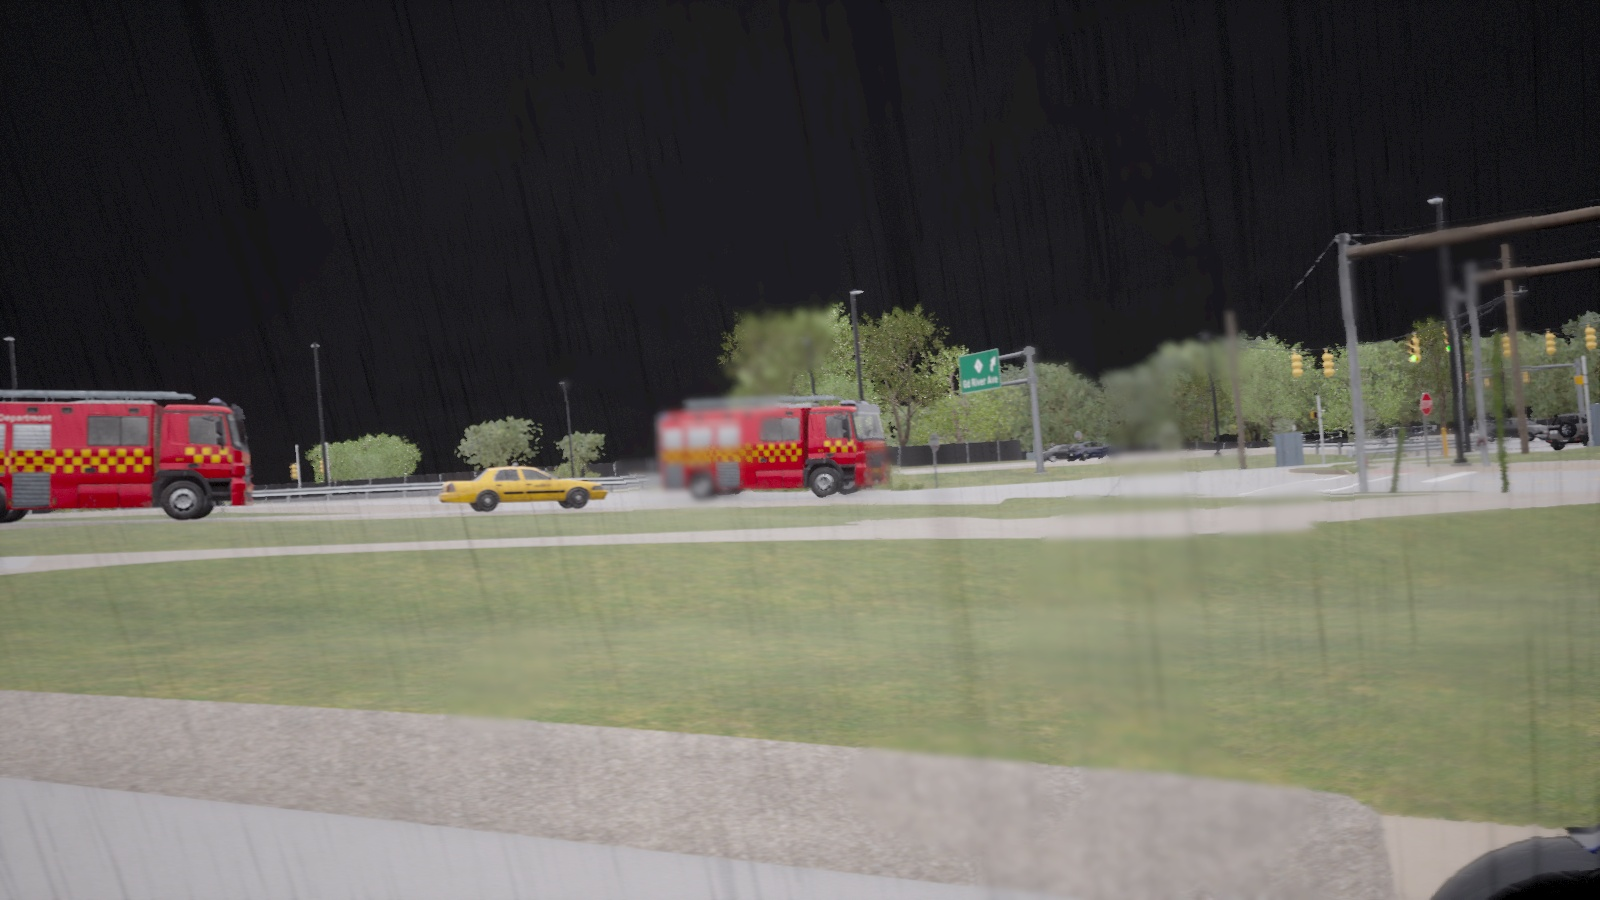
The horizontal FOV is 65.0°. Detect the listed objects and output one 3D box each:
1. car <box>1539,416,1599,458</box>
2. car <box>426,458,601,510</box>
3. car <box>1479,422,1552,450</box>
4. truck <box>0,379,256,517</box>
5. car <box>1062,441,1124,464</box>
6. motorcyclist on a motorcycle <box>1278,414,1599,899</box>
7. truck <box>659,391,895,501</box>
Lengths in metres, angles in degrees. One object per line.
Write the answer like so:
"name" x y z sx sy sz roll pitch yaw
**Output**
"car" 37.877 -0.681 60.114 4.605 1.855 1.932 -3 -1 -24
"car" -9.393 1.105 41.258 5.366 1.575 1.801 -1 -2 -23
"car" 47.141 -0.891 82.791 1.789 1.549 3.705 -4 -1 -26
"truck" -20.622 0.011 36.625 8.468 3.827 2.891 0 -2 -19
"car" 22.121 0.217 94.884 4.193 1.474 1.816 -3 -1 -23
"motorcyclist on a motorcycle" 2.223 0.750 2.466 2.350 1.649 0.766 0 0 18
"truck" -0.904 -0.096 47.846 8.468 3.827 2.891 -2 0 23
